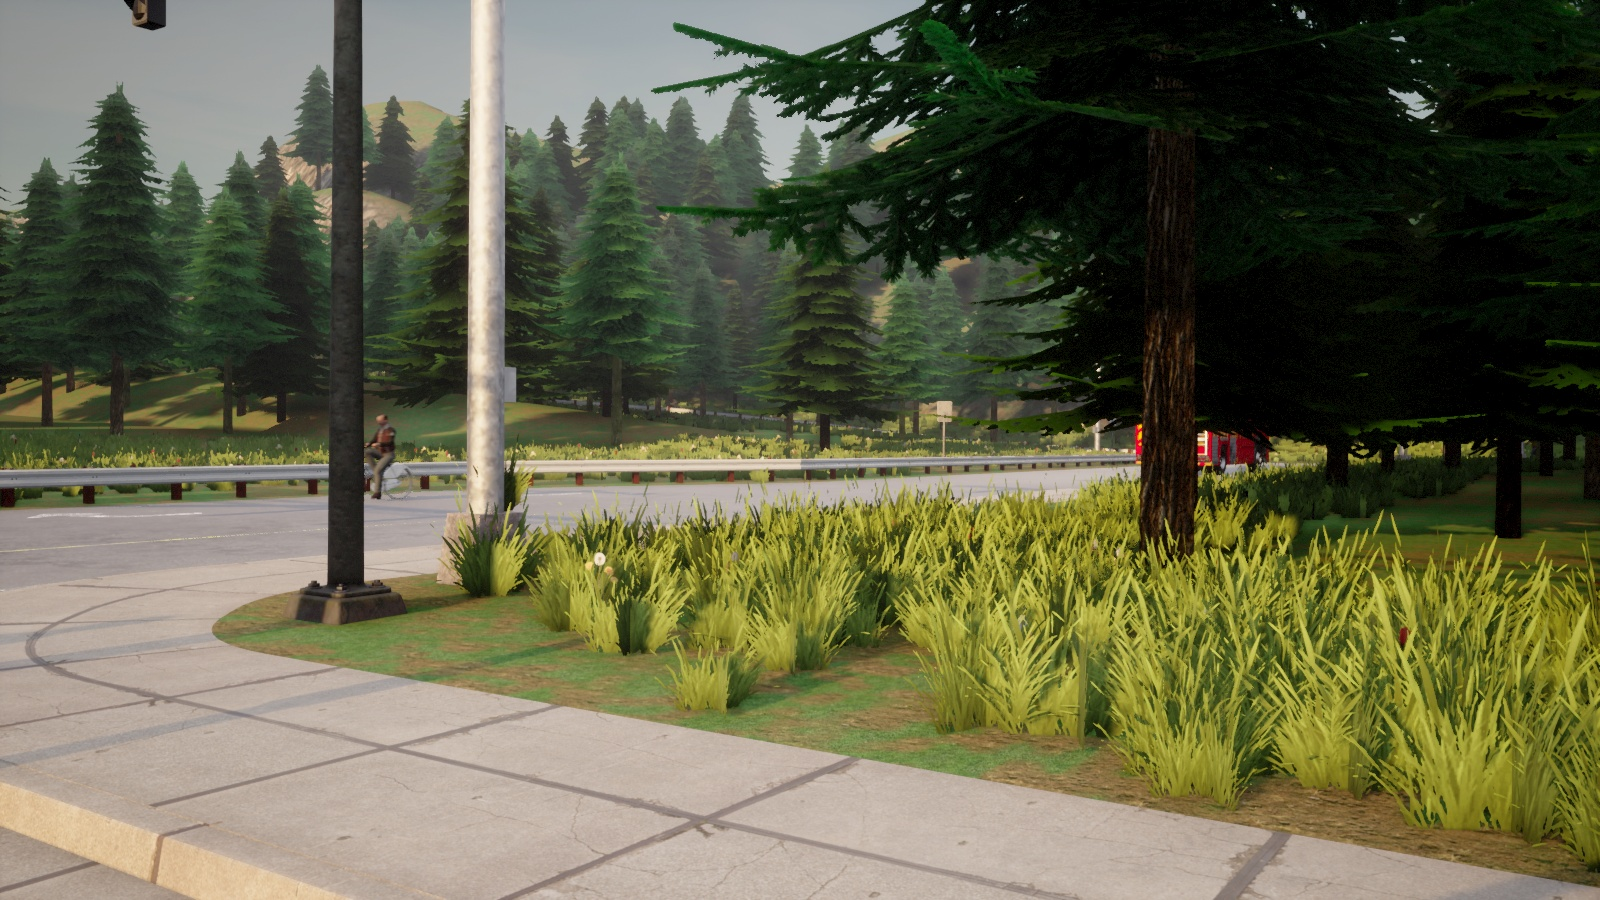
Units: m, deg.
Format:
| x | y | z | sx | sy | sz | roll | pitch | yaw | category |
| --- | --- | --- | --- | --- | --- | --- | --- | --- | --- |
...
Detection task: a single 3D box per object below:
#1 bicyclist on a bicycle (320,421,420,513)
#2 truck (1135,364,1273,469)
| x | y | z | sx | sy | sz | roll | pitch | yaw | category |
| --- | --- | --- | --- | --- | --- | --- | --- | --- | --- |
| -8.550 | 0.311 | 25.032 | 0.659 | 1.776 | 1.843 | 0 | 1 | 34 | bicyclist on a bicycle |
| 16.175 | -1.287 | 49.850 | 2.891 | 3.827 | 8.468 | 0 | 1 | 35 | truck |
